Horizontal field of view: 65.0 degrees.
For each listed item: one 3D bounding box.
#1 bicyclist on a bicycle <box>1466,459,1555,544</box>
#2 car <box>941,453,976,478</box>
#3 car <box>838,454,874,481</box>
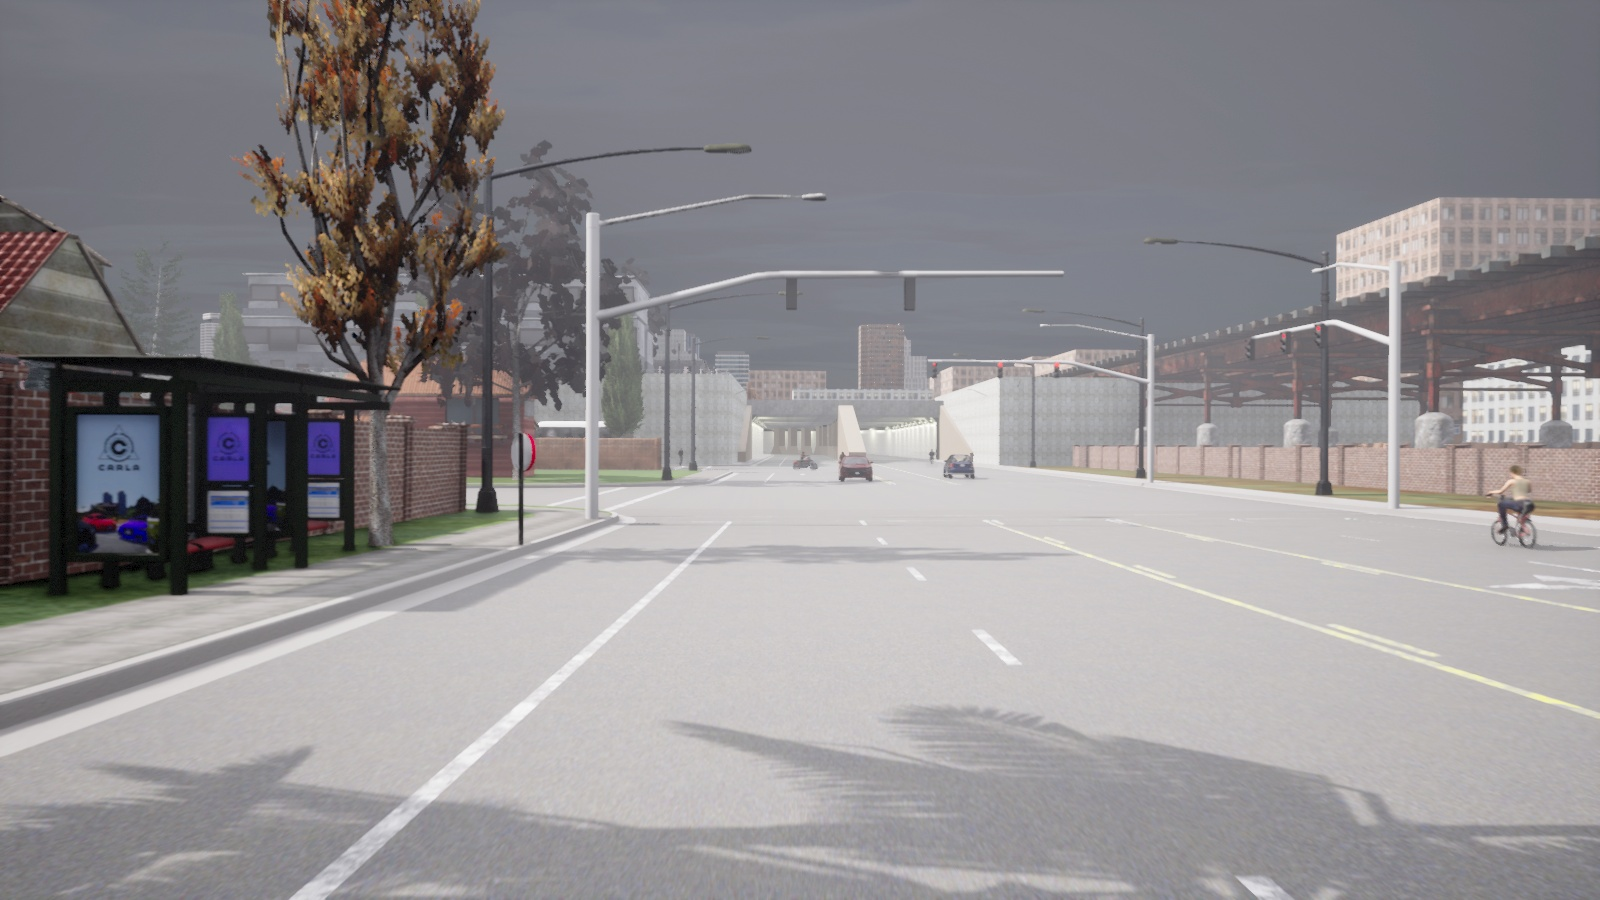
[{"bbox_3d":[13.935,0.993,24.671,0.866,1.612,1.509,0,-1,0],"label":"bicyclist on a bicycle"},{"bbox_3d":[10.286,0.989,81.664,1.789,1.549,3.705,0,0,0],"label":"car"},{"bbox_3d":[3.301,1.042,75.038,1.882,1.535,5.008,0,0,0],"label":"car"}]
